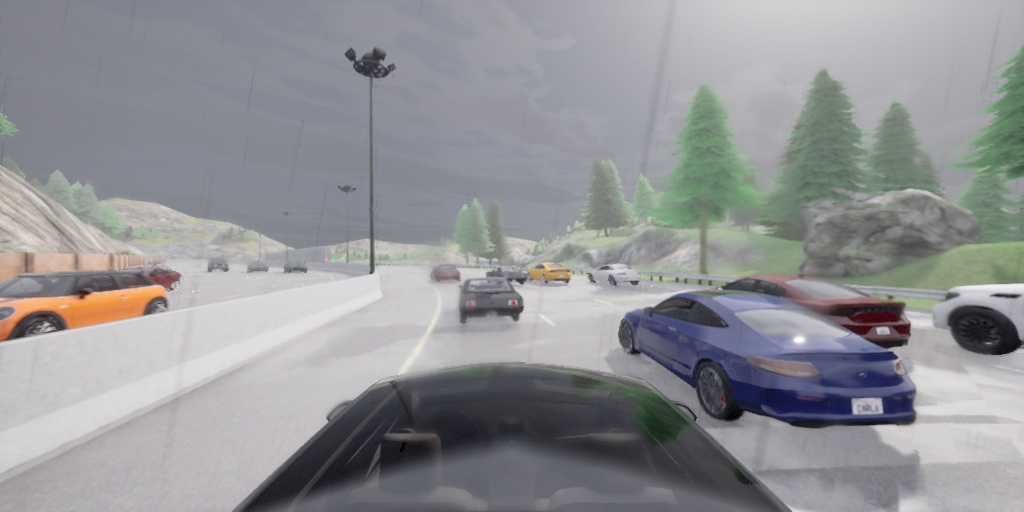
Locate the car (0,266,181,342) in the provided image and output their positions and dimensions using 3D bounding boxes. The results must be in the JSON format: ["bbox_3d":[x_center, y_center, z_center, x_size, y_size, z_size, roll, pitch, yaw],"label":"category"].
[{"bbox_3d":[-11.250,1.177,8.903,2.097,1.767,4.553,0,0,-8],"label":"car"}]

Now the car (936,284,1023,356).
[{"bbox_3d":[10.286,0.919,5.339,2.150,2.045,5.566,0,0,-2],"label":"car"}]

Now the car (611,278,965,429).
[{"bbox_3d":[3.266,1.264,5.700,1.812,1.442,4.674,0,0,-3],"label":"car"}]

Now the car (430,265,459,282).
[{"bbox_3d":[-5.561,1.390,29.693,1.994,1.385,4.181,0,0,-21],"label":"car"}]

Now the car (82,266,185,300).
[{"bbox_3d":[-20.784,1.374,20.067,1.882,1.535,5.008,0,0,-19],"label":"car"}]

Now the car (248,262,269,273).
[{"bbox_3d":[-34.027,1.520,48.045,1.837,1.490,4.892,0,0,-42],"label":"car"}]

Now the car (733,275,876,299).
[{"bbox_3d":[6.481,1.203,8.936,1.882,1.535,5.008,0,0,-5],"label":"car"}]

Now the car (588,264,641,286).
[{"bbox_3d":[7.052,1.273,24.995,1.812,1.442,4.674,0,0,-15],"label":"car"}]

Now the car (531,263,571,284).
[{"bbox_3d":[2.729,1.253,27.252,1.882,1.535,5.008,0,0,-17],"label":"car"}]

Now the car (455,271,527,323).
[{"bbox_3d":[-0.886,1.373,12.337,1.895,1.301,4.718,0,0,-8],"label":"car"}]

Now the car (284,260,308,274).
[{"bbox_3d":[-28.170,1.334,46.703,2.097,1.767,4.553,0,0,-41],"label":"car"}]

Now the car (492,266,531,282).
[{"bbox_3d":[-0.510,1.393,26.103,1.895,1.301,4.718,0,0,-17],"label":"car"}]
